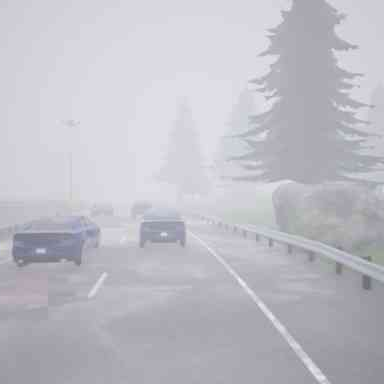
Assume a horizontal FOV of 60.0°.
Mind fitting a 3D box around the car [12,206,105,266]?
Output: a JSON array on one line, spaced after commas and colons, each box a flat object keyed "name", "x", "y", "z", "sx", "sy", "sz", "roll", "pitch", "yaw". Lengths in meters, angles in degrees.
[{"name": "car", "x": -4.468, "y": 1.471, "z": 11.640, "sx": 1.882, "sy": 1.535, "sz": 5.008, "roll": 0, "pitch": 0, "yaw": -7}]

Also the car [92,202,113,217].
[{"name": "car", "x": -8.246, "y": 1.582, "z": 30.728, "sx": 1.895, "sy": 1.301, "sz": 4.718, "roll": 0, "pitch": 0, "yaw": -14}]

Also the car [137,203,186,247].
[{"name": "car", "x": -1.429, "y": 1.466, "z": 15.133, "sx": 1.882, "sy": 1.535, "sz": 5.008, "roll": 0, "pitch": 0, "yaw": -8}]

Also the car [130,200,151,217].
[{"name": "car", "x": -4.700, "y": 1.455, "z": 30.886, "sx": 1.882, "sy": 1.535, "sz": 5.008, "roll": 0, "pitch": 0, "yaw": -14}]
